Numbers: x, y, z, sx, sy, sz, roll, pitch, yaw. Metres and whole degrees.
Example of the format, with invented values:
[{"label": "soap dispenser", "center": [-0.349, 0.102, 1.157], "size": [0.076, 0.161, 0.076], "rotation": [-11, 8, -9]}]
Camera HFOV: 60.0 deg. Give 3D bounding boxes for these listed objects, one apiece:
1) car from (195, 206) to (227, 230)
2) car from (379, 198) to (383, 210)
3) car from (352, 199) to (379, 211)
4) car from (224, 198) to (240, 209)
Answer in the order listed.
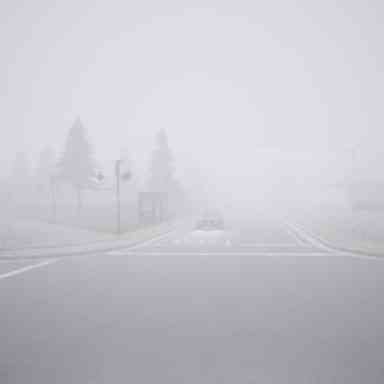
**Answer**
[{"label": "car", "center": [1.467, 2.043, 24.839], "size": [1.994, 1.385, 4.181], "rotation": [-2, -1, 10]}, {"label": "car", "center": [26.229, 1.612, 44.590], "size": [2.152, 1.636, 5.027], "rotation": [-2, -1, 11]}, {"label": "car", "center": [23.140, 1.706, 45.128], "size": [2.007, 1.523, 4.514], "rotation": [-2, -1, 11]}, {"label": "car", "center": [6.052, 1.929, 50.110], "size": [2.150, 2.045, 5.566], "rotation": [-2, -1, 10]}]
